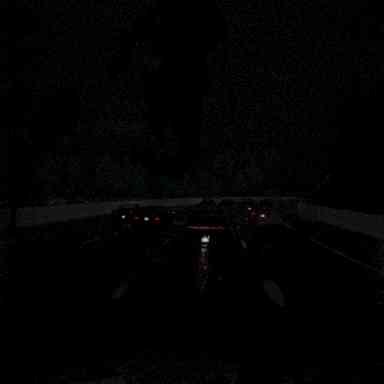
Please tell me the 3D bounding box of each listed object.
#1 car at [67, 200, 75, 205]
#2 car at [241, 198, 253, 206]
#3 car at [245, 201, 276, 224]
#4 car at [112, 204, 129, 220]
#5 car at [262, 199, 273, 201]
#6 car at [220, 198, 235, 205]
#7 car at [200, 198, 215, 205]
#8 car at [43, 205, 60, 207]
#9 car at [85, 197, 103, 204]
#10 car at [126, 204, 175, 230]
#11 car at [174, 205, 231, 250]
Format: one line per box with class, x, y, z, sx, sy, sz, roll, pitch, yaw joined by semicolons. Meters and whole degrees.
car;-15.740;1.508;46.714;1.837;1.490;4.892;0;0;13
car;10.112;1.787;60.481;2.128;1.511;4.902;0;0;19
car;5.408;1.701;25.965;1.994;1.385;4.181;0;0;8
car;-5.018;1.646;28.179;1.895;1.301;4.718;0;0;8
car;13.619;1.891;59.953;1.994;1.385;4.181;0;0;20
car;6.504;1.826;60.772;1.994;1.385;4.181;0;0;19
car;2.871;1.754;61.022;1.812;1.442;4.674;0;0;19
car;-19.176;1.499;47.325;1.812;1.442;4.674;0;0;13
car;-12.602;1.379;44.703;2.097;1.767;4.553;1;0;13
car;-2.306;1.597;21.603;2.033;1.411;5.357;0;0;7
car;0.679;1.547;14.654;2.128;1.511;4.902;0;0;4
